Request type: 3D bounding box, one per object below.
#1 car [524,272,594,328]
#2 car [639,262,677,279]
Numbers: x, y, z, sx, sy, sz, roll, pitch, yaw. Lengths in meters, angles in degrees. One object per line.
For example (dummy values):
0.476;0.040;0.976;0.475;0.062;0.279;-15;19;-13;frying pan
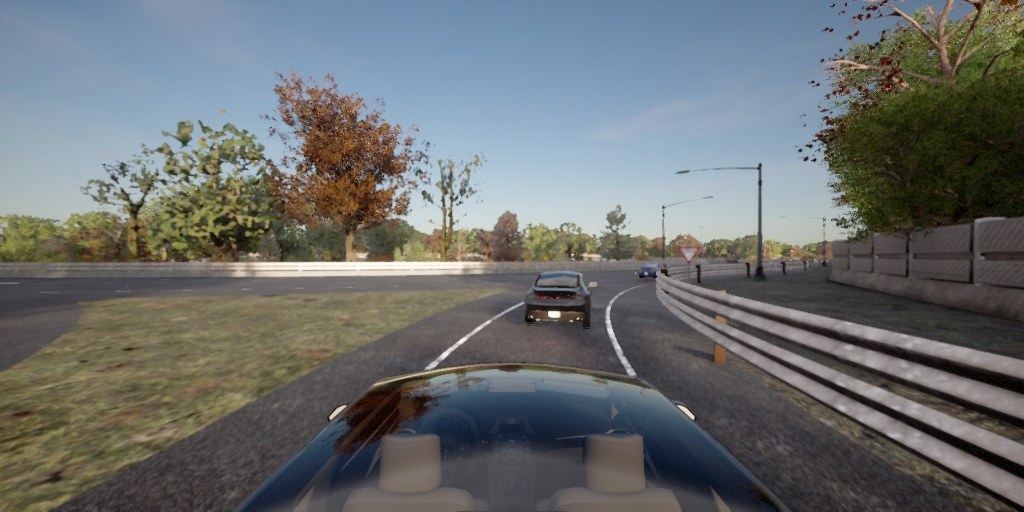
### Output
1.613;1.243;11.512;1.837;1.490;4.892;0;0;13;car
12.679;1.263;31.197;1.812;1.442;4.674;0;0;44;car
